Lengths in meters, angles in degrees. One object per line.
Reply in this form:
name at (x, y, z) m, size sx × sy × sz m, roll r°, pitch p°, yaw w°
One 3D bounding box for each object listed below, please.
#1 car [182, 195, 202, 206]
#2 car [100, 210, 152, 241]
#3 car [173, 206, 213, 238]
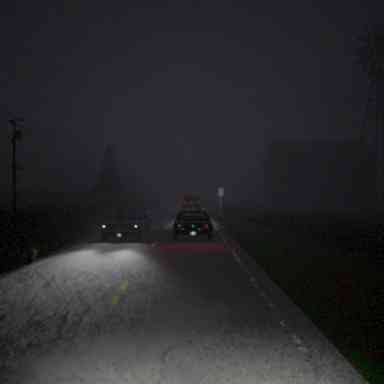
car at (-0.043, 1.319, 39.868) m, size 2.150 × 2.045 × 5.566 m, roll 0°, pitch 0°, yaw 0°
car at (-3.263, 1.644, 17.173) m, size 1.895 × 1.301 × 4.718 m, roll 0°, pitch 0°, yaw 0°
car at (0.040, 1.644, 17.844) m, size 1.895 × 1.301 × 4.718 m, roll 0°, pitch 0°, yaw 0°
